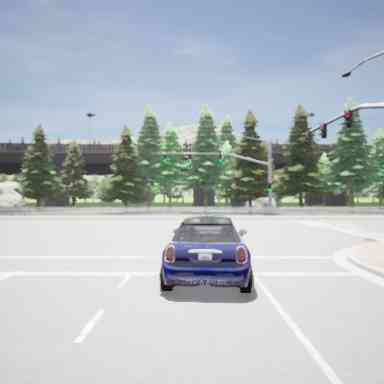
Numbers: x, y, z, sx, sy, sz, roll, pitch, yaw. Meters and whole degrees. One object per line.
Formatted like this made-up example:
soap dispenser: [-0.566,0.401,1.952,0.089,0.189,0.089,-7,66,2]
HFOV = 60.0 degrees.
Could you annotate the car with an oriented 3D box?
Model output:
car: [0.477,1.452,9.328,2.097,1.767,4.553,0,-1,5]
